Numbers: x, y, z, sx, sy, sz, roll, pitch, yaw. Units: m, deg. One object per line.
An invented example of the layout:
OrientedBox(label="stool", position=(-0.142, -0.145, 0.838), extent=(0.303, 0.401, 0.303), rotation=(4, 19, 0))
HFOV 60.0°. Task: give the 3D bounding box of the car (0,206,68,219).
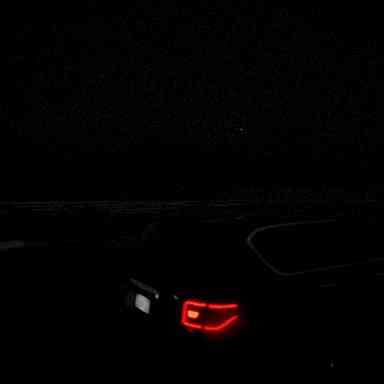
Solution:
OrientedBox(label="car", position=(-8.420, 1.529, 15.176), extent=(4.674, 1.442, 1.812), rotation=(0, 0, -35))

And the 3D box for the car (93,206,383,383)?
OrientedBox(label="car", position=(1.677, 1.231, 4.942), extent=(5.566, 2.045, 2.150), rotation=(0, 0, -35))

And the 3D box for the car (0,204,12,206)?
OrientedBox(label="car", position=(-12.767, 1.508, 20.674), extent=(4.892, 1.490, 1.837), rotation=(0, 0, -35))

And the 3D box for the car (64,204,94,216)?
OrientedBox(label="car", position=(-7.384, 1.504, 20.207), extent=(4.902, 1.511, 2.128), rotation=(0, 0, -35))

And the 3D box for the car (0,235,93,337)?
OrientedBox(label="car", position=(-2.451, 1.551, 6.297), extent=(5.357, 1.411, 2.033), rotation=(0, 0, -35))
